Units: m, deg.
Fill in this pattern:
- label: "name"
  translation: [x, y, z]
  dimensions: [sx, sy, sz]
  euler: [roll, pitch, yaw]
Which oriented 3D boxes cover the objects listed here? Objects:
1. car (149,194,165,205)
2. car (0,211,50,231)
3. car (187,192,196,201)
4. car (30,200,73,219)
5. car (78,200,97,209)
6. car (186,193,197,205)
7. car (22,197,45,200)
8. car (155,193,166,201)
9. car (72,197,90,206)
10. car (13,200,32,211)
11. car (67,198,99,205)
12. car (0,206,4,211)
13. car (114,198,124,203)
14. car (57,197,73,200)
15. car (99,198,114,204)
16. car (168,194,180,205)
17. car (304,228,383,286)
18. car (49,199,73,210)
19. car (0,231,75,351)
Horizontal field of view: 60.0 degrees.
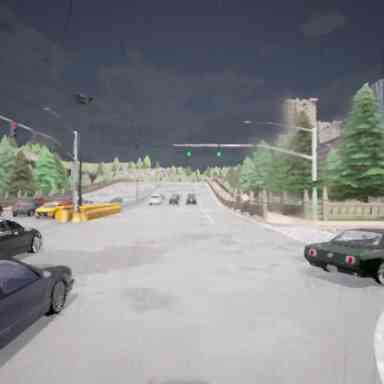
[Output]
- label: "car"
  translation: [-7.107, 1.425, 65.555]
  dimensions: [2.150, 2.045, 5.566]
  euler: [0, 3, 0]
- label: "car"
  translation: [-6.900, 1.626, 11.347]
  dimensions: [1.837, 1.490, 4.892]
  euler: [0, -1, 0]
- label: "car"
  translation: [-0.165, 1.026, 75.774]
  dimensions: [2.033, 1.411, 5.357]
  euler: [0, 6, 0]
- label: "car"
  translation: [-14.072, 1.835, 33.662]
  dimensions: [1.882, 1.535, 5.008]
  euler: [0, -1, -1]
- label: "car"
  translation: [-17.556, 2.075, 56.067]
  dimensions: [1.994, 1.385, 4.181]
  euler: [0, 1, 0]
- label: "car"
  translation: [-0.109, 1.551, 65.707]
  dimensions: [2.097, 1.767, 4.553]
  euler: [0, 3, 0]
- label: "car"
  translation: [-21.086, 1.683, 43.548]
  dimensions: [2.150, 2.045, 5.566]
  euler: [0, -1, 0]
- label: "car"
  translation: [-7.167, 1.038, 76.186]
  dimensions: [1.895, 1.301, 4.718]
  euler: [0, 6, 0]
- label: "car"
  translation: [-21.097, 1.862, 63.432]
  dimensions: [1.994, 1.385, 4.181]
  euler: [0, 2, 0]
- label: "car"
  translation: [-17.599, 1.888, 36.126]
  dimensions: [1.837, 1.490, 4.892]
  euler: [0, -1, 0]
- label: "car"
  translation: [-14.095, 1.947, 42.907]
  dimensions: [2.128, 1.511, 4.902]
  euler: [0, -1, 0]
- label: "car"
  translation: [-21.099, 1.849, 33.677]
  dimensions: [2.128, 1.511, 4.902]
  euler: [0, -1, 0]
- label: "car"
  translation: [-14.093, 1.855, 62.261]
  dimensions: [1.837, 1.490, 4.892]
  euler: [0, 2, 0]
- label: "car"
  translation: [-17.586, 1.710, 45.990]
  dimensions: [2.150, 2.045, 5.566]
  euler: [0, -1, 0]
- label: "car"
  translation: [-14.077, 2.062, 51.869]
  dimensions: [1.812, 1.442, 4.674]
  euler: [0, 0, 0]
- label: "car"
  translation: [-3.608, 1.716, 65.451]
  dimensions: [1.837, 1.490, 4.892]
  euler: [0, 3, 0]
- label: "car"
  translation: [5.645, 1.705, 9.628]
  dimensions: [4.718, 1.301, 1.895]
  euler: [0, -1, -26]
- label: "car"
  translation: [-21.049, 2.011, 53.498]
  dimensions: [1.882, 1.535, 5.008]
  euler: [0, 0, 0]
- label: "car"
  translation: [-3.403, 1.598, 4.638]
  dimensions: [2.033, 1.411, 5.357]
  euler: [0, -1, 0]
